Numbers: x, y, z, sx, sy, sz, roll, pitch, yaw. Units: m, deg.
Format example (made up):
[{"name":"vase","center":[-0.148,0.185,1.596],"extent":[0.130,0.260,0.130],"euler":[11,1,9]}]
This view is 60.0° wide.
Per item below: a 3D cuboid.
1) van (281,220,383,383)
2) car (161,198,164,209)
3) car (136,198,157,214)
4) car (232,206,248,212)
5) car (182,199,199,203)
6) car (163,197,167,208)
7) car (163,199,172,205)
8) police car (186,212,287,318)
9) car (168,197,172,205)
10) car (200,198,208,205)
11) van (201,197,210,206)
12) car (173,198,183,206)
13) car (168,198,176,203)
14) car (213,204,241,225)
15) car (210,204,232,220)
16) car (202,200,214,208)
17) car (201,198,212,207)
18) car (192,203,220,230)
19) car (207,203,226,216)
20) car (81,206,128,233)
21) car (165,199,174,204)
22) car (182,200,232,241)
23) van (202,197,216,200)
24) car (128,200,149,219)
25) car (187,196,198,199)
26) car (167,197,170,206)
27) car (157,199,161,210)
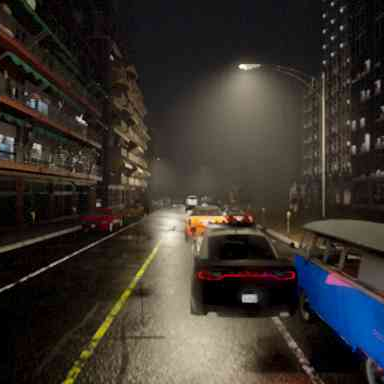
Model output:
[{"name":"van","center":[2.691,1.380,4.709],"extent":[1.690,1.788,3.998],"euler":[0,0,0]},{"name":"car","center":[-5.626,1.984,48.932],"extent":[2.008,1.369,4.403],"euler":[0,-1,0]},{"name":"car","center":[-5.644,1.647,37.880],"extent":[2.192,1.841,5.009],"euler":[0,-1,0]},{"name":"car","center":[2.715,1.621,21.288],"extent":[1.967,1.590,4.097],"euler":[0,-1,0]},{"name":"car","center":[0.084,1.990,44.415],"extent":[1.895,1.301,4.718],"euler":[0,-1,1]},{"name":"car","center":[-5.619,1.925,54.458],"extent":[1.967,1.590,4.097],"euler":[0,-1,0]},{"name":"car","center":[-5.588,2.283,76.562],"extent":[1.802,1.307,4.206],"euler":[0,-1,0]},{"name":"police car","center":[0.912,1.491,7.819],"extent":[1.930,1.638,5.238],"euler":[0,0,0]},{"name":"car","center":[-5.603,2.136,65.510],"extent":[1.887,1.381,4.507],"euler":[0,-1,0]},{"name":"car","center":[2.792,2.225,76.721],"extent":[1.752,1.417,4.829],"euler":[0,-1,0]},{"name":"van","center":[2.783,1.984,71.028],"extent":[1.690,1.788,3.998],"euler":[0,-1,0]},{"name":"car","center":[-2.897,2.010,72.406],"extent":[2.097,1.767,4.553],"euler":[0,-1,0]},{"name":"car","center":[-5.564,2.434,93.141],"extent":[1.947,1.339,4.313],"euler":[0,-1,0]},{"name":"car","center":[2.723,1.757,26.984],"extent":[1.752,1.417,4.829],"euler":[0,-1,0]},{"name":"car","center":[2.731,1.861,32.340],"extent":[1.802,1.307,4.206],"euler":[0,-1,0]},{"name":"car","center":[2.770,2.101,59.972],"extent":[1.947,1.339,4.313],"euler":[0,-1,0]},{"name":"car","center":[2.776,2.029,65.499],"extent":[1.967,1.590,4.097],"euler":[0,-1,0]},{"name":"car","center":[0.920,1.661,23.901],"extent":[1.801,1.575,5.366],"euler":[0,-1,0]},{"name":"car","center":[2.738,1.911,37.866],"extent":[1.802,1.307,4.206],"euler":[0,-1,0]},{"name":"car","center":[-5.665,1.729,21.299],"extent":[1.887,1.381,4.507],"euler":[0,0,0]},{"name":"car","center":[-5.580,2.338,82.088],"extent":[1.802,1.307,4.206],"euler":[0,-1,0]},{"name":"car","center":[0.786,1.503,17.723],"extent":[2.097,1.767,4.553],"euler":[0,-1,3]},{"name":"van","center":[2.753,1.771,48.921],"extent":[1.690,1.788,3.998],"euler":[0,-1,0]},{"name":"car","center":[-5.650,1.806,32.183],"extent":[1.752,1.417,4.829],"euler":[0,-1,0]},{"name":"car","center":[0.081,1.731,57.208],"extent":[2.150,2.045,5.566],"euler":[0,-1,0]},{"name":"car","center":[-5.610,2.104,59.984],"extent":[1.947,1.339,4.313],"euler":[0,-1,0]},{"name":"car","center":[-5.633,1.933,43.405],"extent":[2.008,1.369,4.403],"euler":[0,-1,0]}]
